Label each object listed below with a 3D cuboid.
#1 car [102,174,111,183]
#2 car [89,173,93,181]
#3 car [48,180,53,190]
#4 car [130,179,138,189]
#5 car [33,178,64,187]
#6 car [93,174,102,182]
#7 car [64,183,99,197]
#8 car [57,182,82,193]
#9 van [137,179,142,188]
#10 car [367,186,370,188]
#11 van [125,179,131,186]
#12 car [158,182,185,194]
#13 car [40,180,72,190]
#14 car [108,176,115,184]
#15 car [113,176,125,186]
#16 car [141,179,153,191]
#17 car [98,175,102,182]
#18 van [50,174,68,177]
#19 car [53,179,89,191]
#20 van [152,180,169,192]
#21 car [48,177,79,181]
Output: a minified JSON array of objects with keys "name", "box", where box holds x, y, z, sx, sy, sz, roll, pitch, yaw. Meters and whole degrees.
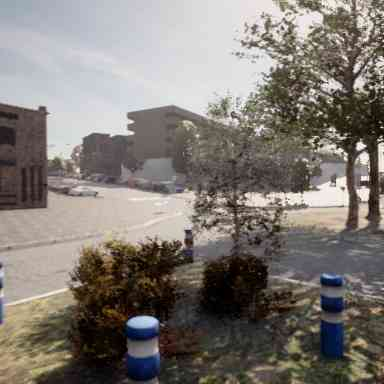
[{"name":"car","box":[-18.721,-2.975,82.256,2.435,2.045,5.566,5,4,34]},{"name":"car","box":[-24.168,-3.477,89.331,1.946,1.575,5.366,6,5,33]},{"name":"car","box":[-21.115,-0.855,55.800,2.163,1.488,4.792,5,6,33]},{"name":"car","box":[-10.067,-1.586,70.011,2.185,1.767,4.553,5,4,35]},{"name":"car","box":[-28.059,-1.880,65.357,1.946,1.575,5.366,4,5,33]},{"name":"car","box":[-22.263,-3.480,87.096,2.435,2.045,5.566,5,4,33]},{"name":"car","box":[-15.783,-0.109,48.791,2.002,1.452,4.674,4,5,33]},{"name":"car","box":[-17.542,-0.367,51.161,2.163,1.488,4.792,4,5,33]},{"name":"van","box":[-8.383,-1.431,67.484,1.878,1.987,4.442,6,5,35]},{"name":"car","box":[40.247,-1.590,71.361,4.792,1.488,2.163,-3,4,16]},{"name":"van","box":[-11.703,-1.942,72.573,1.878,1.987,4.442,5,4,35]},{"name":"car","box":[-3.178,-0.454,60.262,2.097,1.535,5.008,5,4,35]},{"name":"car","box":[-24.647,-1.377,60.514,2.097,1.535,5.008,4,5,33]},{"name":"car","box":[-16.979,-2.442,79.837,2.163,1.488,4.792,5,4,34]},{"name":"car","box":[-15.238,-2.217,77.378,2.231,1.521,4.892,6,5,34]},{"name":"car","box":[-6.612,-1.206,65.110,2.435,2.045,5.566,6,5,35]},{"name":"car","box":[-20.518,-2.976,84.676,2.231,1.521,4.892,5,4,34]},{"name":"van","box":[-26.461,-1.841,62.744,1.878,1.987,4.442,5,6,33]},{"name":"car","box":[-19.304,-0.766,53.491,2.185,1.767,4.553,5,6,33]},{"name":"van","box":[-4.817,-0.933,62.791,1.878,1.987,4.442,5,4,35]},{"name":"car","box":[-22.847,-1.258,58.184,2.185,1.767,4.553,5,6,33]}]
